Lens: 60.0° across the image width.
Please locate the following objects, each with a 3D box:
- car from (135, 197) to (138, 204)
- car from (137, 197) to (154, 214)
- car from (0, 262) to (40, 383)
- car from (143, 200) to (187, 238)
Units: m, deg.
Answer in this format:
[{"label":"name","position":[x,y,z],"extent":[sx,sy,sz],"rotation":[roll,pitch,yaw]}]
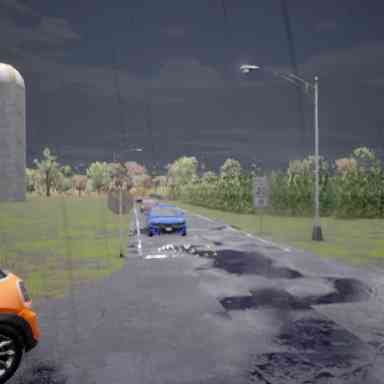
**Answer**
[{"label":"car","position":[-8.959,1.461,58.385],"extent":[1.895,1.301,4.718],"rotation":[0,0,-11]},{"label":"car","position":[-4.591,1.447,35.367],"extent":[1.812,1.442,4.674],"rotation":[0,0,-10]},{"label":"car","position":[-4.091,1.318,3.246],"extent":[4.553,1.767,2.097],"rotation":[1,0,-45]},{"label":"car","position":[-1.500,1.447,17.961],"extent":[1.882,1.535,5.008],"rotation":[0,0,-10]}]
